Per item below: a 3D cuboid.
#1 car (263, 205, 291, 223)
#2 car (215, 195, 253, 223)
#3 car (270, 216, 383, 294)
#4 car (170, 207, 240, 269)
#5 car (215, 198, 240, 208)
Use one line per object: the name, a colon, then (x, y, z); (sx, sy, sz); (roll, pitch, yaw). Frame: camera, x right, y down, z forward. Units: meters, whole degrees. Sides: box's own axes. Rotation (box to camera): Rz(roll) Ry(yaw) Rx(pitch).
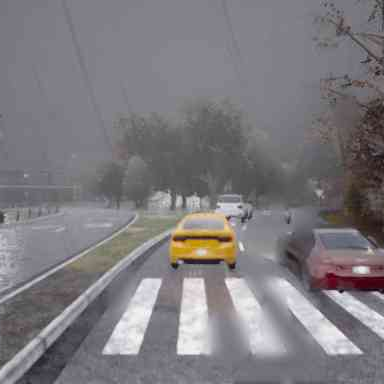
car: (6.541, 1.603, 25.321); (1.895, 1.301, 4.718); (-1, -1, 18)
car: (3.410, 1.252, 26.194); (2.150, 2.045, 5.566); (-1, -1, 18)
car: (3.545, 1.552, 8.772); (1.994, 1.385, 4.181); (0, 0, 3)
car: (0.466, 1.467, 11.203); (1.882, 1.535, 5.008); (0, -1, 5)
car: (8.195, 2.538, 76.756); (5.566, 2.045, 2.150); (-1, -2, 21)
